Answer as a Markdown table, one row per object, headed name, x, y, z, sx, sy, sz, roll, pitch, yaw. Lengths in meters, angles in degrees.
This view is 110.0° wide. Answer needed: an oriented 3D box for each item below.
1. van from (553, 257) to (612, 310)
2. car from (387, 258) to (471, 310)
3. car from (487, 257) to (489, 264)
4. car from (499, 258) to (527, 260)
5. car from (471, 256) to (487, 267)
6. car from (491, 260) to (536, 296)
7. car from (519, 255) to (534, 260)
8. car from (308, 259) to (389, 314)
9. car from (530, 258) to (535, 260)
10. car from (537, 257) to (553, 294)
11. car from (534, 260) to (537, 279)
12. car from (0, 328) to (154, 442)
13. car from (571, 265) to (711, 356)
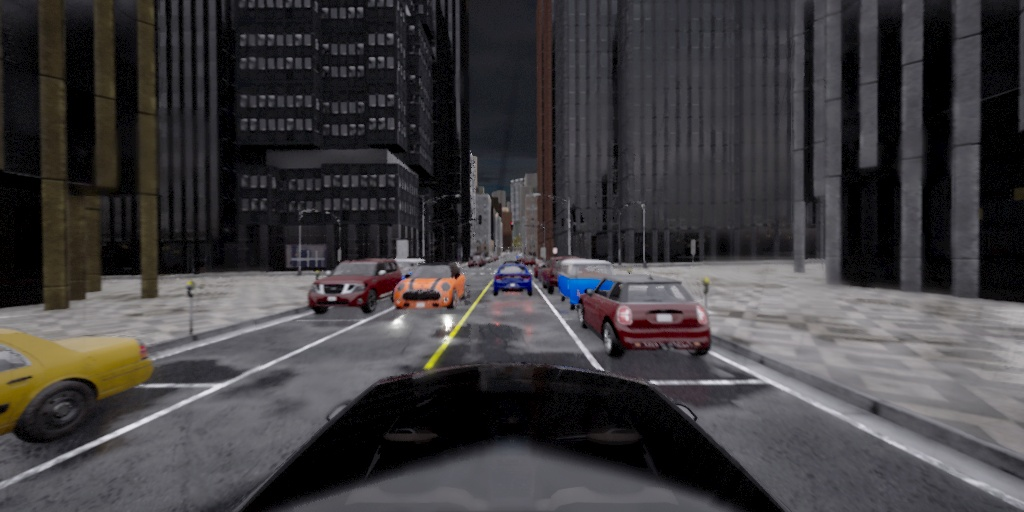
| name | x | y | z | sx | sy | sz | roll | pitch | yaw |
| --- | --- | --- | --- | --- | --- | --- | --- | --- | --- |
| van | 2.774 | 1.014 | 13.985 | 1.690 | 1.789 | 3.998 | 0 | 0 | 0 |
| car | -3.091 | 1.061 | 14.398 | 2.097 | 1.767 | 4.553 | 0 | 0 | 0 |
| car | -5.792 | 0.835 | 63.248 | 2.192 | 1.841 | 5.009 | 0 | 0 | 0 |
| car | -0.008 | 1.126 | 29.164 | 1.837 | 1.490 | 4.892 | 0 | 0 | 0 |
| car | -5.788 | 0.856 | 57.605 | 2.192 | 1.841 | 5.009 | 0 | 0 | 0 |
| car | 0.057 | 1.146 | 18.794 | 1.882 | 1.535 | 5.008 | 0 | 0 | 1 |
| car | 2.737 | 0.801 | 57.601 | 2.192 | 1.841 | 5.009 | 0 | 0 | 0 |
| car | -5.758 | 1.043 | 13.992 | 2.192 | 1.841 | 5.009 | 0 | 0 | 0 |
| car | 2.758 | 1.142 | 30.561 | 1.888 | 1.381 | 4.507 | 0 | 0 | 0 |
| car | 2.768 | 0.962 | 19.511 | 2.192 | 1.841 | 5.009 | 0 | 0 | 0 |
| car | 2.763 | 1.172 | 25.036 | 2.007 | 1.370 | 4.403 | 0 | 0 | 0 |
| car | -5.751 | 1.307 | 2.773 | 1.751 | 1.417 | 4.829 | 0 | 0 | 0 |
| car | 2.779 | 1.139 | 8.461 | 1.967 | 1.591 | 4.097 | 0 | 0 | 0 |
